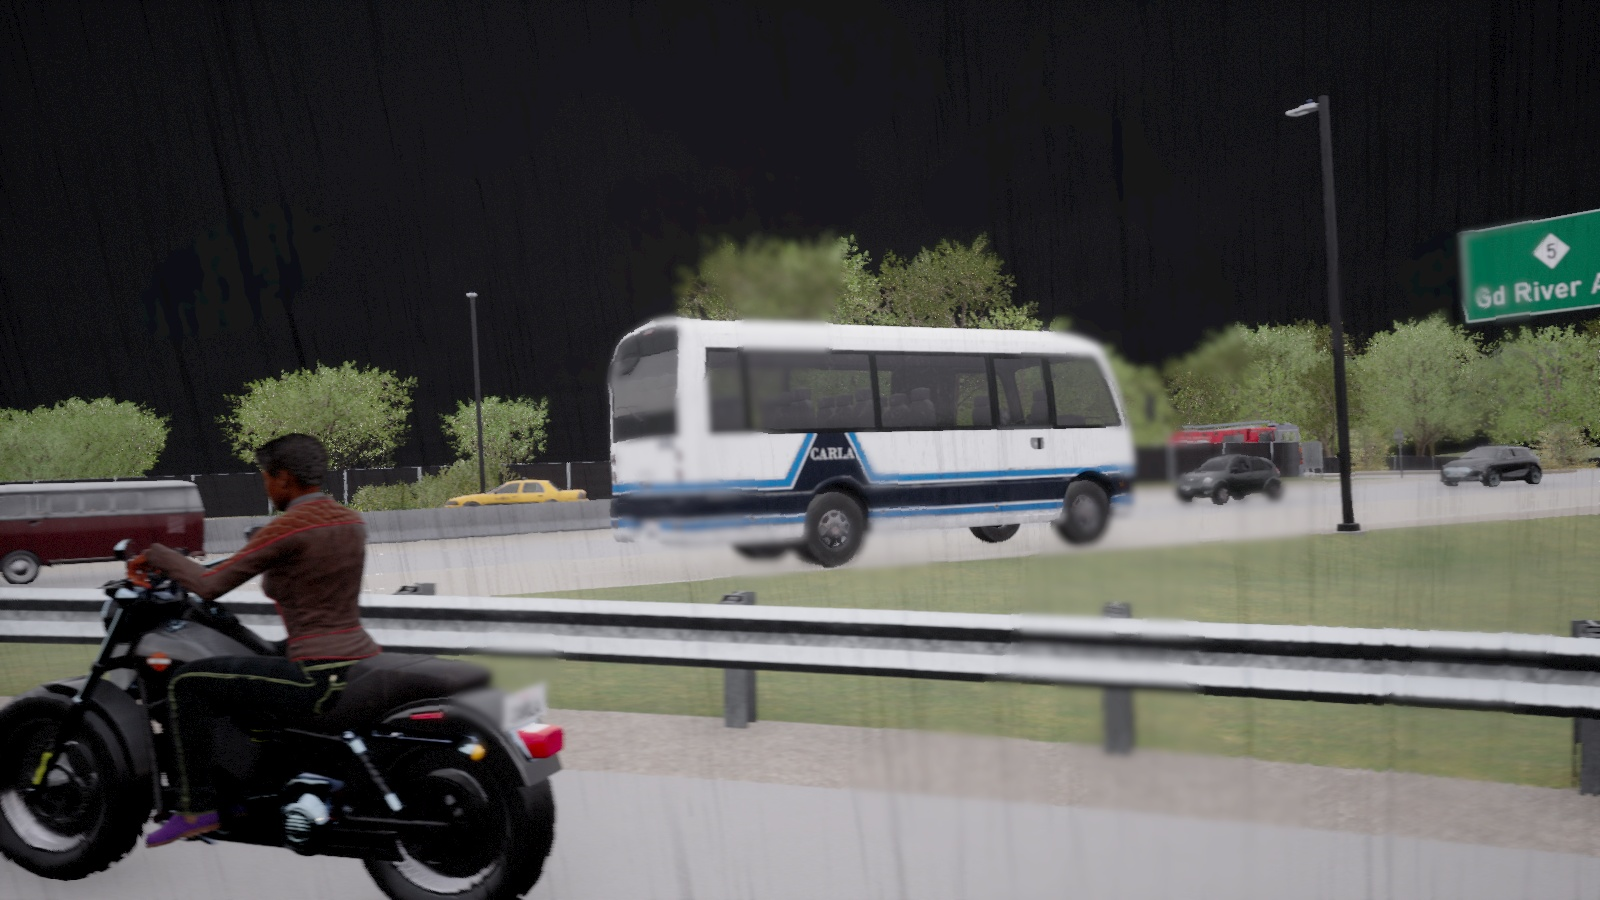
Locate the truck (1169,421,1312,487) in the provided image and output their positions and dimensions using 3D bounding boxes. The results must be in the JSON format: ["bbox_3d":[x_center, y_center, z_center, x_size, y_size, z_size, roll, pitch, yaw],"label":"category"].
[{"bbox_3d":[28.533,0.342,81.782,2.891,3.827,8.468,-2,-2,-37],"label":"truck"}]

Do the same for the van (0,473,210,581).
[{"bbox_3d":[-14.743,1.549,25.942,4.442,1.987,1.775,-1,-1,-31],"label":"van"}]

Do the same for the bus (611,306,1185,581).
[{"bbox_3d":[2.047,-0.125,23.719,10.273,4.253,3.944,-1,-1,-31],"label":"bus"}]

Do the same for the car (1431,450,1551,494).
[{"bbox_3d":[28.265,0.877,51.350,4.856,1.649,2.033,-1,-1,-30],"label":"car"}]

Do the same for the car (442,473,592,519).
[{"bbox_3d":[-10.671,1.717,47.723,5.366,1.575,1.801,-1,-1,-6],"label":"car"}]

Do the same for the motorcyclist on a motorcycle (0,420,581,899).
[{"bbox_3d":[-2.006,0.739,4.362,2.350,1.649,0.766,0,1,18],"label":"motorcyclist on a motorcycle"}]

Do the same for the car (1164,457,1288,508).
[{"bbox_3d":[14.737,1.112,43.372,3.988,1.617,1.851,-1,-1,-31],"label":"car"}]
